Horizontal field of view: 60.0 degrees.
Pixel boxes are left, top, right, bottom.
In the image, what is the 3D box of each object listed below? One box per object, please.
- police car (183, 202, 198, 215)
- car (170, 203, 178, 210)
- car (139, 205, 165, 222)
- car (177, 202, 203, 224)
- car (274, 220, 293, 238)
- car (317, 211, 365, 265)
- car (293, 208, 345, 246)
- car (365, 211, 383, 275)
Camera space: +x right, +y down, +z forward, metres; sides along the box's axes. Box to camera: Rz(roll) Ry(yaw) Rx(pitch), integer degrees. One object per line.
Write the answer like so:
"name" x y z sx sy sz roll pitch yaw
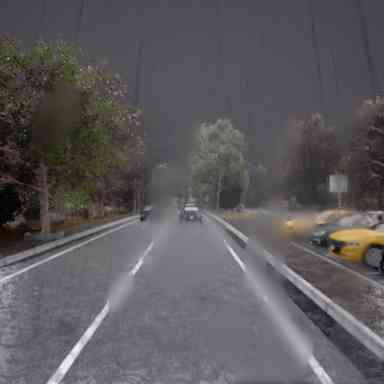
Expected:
"police car" -0.166 2.247 45.264 1.930 1.638 5.238 0 -2 0
"car" -3.624 3.214 72.607 2.097 1.767 4.553 0 -2 0
"car" -3.503 1.912 30.079 2.033 1.411 5.357 0 -1 0
"car" -0.046 1.835 27.644 1.812 1.442 4.674 0 -1 0
"car" 6.818 1.564 16.300 5.366 1.575 1.946 0 0 0
"car" 7.035 1.517 10.761 5.008 1.535 2.097 0 0 0
"car" 7.022 1.539 13.533 4.892 1.521 2.231 0 0 0
"car" 7.073 1.379 7.984 4.553 1.767 2.185 0 0 0
